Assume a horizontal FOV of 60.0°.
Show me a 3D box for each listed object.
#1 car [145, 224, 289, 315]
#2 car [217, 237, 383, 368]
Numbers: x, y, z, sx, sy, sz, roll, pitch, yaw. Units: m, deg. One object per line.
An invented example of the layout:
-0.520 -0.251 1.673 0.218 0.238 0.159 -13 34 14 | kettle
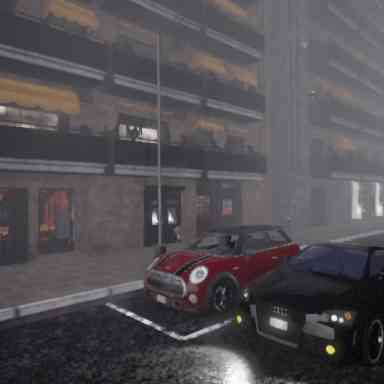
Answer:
0.876 1.555 7.809 4.097 1.590 1.967 0 -1 -42 | car
2.660 1.629 5.931 4.181 1.385 1.994 0 -1 -42 | car
